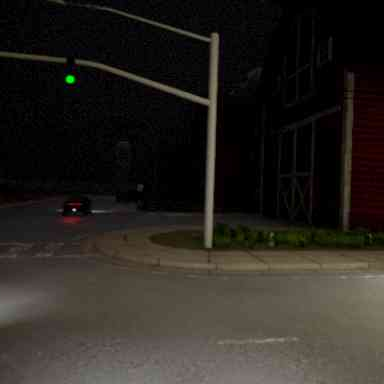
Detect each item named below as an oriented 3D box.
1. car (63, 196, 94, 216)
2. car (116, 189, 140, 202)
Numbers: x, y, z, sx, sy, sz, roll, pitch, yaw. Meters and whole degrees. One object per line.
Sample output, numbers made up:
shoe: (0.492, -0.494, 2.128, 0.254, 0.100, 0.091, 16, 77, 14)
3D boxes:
car: (-9.287, 1.068, 27.308, 1.837, 1.490, 4.892, 2, 0, -11)
car: (-9.957, 0.570, 51.683, 3.866, 1.878, 1.905, 0, 5, 36)
